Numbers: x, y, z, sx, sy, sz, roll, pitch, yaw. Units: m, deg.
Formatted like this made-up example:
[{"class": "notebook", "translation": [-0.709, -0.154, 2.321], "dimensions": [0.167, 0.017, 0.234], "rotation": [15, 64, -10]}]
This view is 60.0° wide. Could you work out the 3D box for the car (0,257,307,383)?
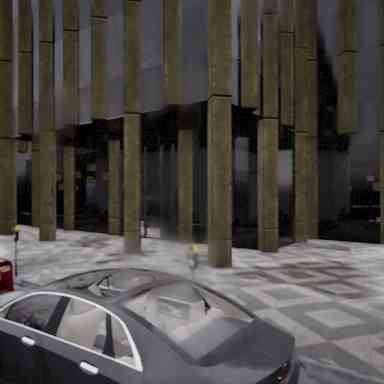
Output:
[{"class": "car", "translation": [-1.035, 1.561, 3.706], "dimensions": [4.403, 1.369, 2.008], "rotation": [0, 0, 36]}]
